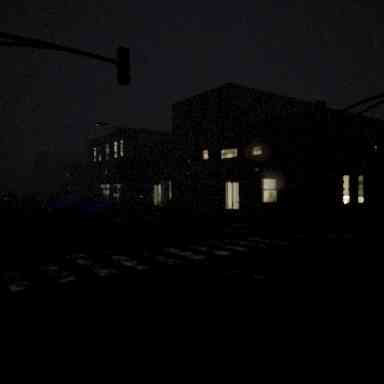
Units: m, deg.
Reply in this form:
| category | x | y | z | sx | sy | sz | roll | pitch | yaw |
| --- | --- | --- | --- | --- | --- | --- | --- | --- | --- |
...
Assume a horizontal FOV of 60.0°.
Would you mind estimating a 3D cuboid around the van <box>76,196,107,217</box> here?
| category | x | y | z | sx | sy | sz | roll | pitch | yaw |
| --- | --- | --- | --- | --- | --- | --- | --- | --- | --- |
| van | -9.190 | 1.230 | 30.230 | 1.690 | 1.788 | 3.998 | -2 | 1 | -36 |

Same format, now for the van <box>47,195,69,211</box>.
| category | x | y | z | sx | sy | sz | roll | pitch | yaw |
| --- | --- | --- | --- | --- | --- | --- | --- | --- | --- |
| van | -15.864 | 1.251 | 39.372 | 1.690 | 1.788 | 3.998 | -2 | 1 | -36 |

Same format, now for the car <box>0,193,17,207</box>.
| category | x | y | z | sx | sy | sz | roll | pitch | yaw |
| --- | --- | --- | --- | --- | --- | --- | --- | --- | --- |
| car | -28.954 | 1.213 | 52.924 | 2.150 | 2.045 | 5.566 | -1 | 1 | -36 |

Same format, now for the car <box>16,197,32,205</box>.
| category | x | y | z | sx | sy | sz | roll | pitch | yaw |
| --- | --- | --- | --- | --- | --- | --- | --- | --- | --- |
| car | -29.206 | 1.534 | 57.663 | 1.802 | 1.307 | 4.206 | -2 | 1 | -36 |

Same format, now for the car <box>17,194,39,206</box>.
| category | x | y | z | sx | sy | sz | roll | pitch | yaw |
| --- | --- | --- | --- | --- | --- | --- | --- | --- | --- |
| car | -25.876 | 1.256 | 53.087 | 2.192 | 1.841 | 5.009 | -2 | 1 | -36 |

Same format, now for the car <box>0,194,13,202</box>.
| category | x | y | z | sx | sy | sz | roll | pitch | yaw |
| --- | --- | --- | --- | --- | --- | --- | --- | --- | --- |
| car | -42.562 | 1.311 | 75.945 | 2.192 | 1.841 | 5.009 | -2 | 1 | -36 |
